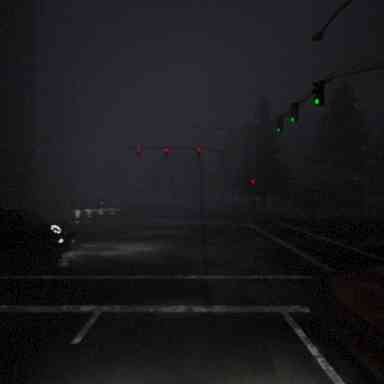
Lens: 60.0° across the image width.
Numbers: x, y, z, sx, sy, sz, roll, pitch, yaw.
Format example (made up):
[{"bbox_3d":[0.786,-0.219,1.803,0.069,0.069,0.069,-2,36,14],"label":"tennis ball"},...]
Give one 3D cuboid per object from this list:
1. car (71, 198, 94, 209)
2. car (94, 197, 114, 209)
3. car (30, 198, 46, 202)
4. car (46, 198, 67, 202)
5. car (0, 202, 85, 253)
[{"bbox_3d":[-15.912,1.665,47.188,1.837,1.490,4.892,1,0,-33],"label":"car"},{"bbox_3d":[-13.146,1.519,49.260,2.097,1.767,4.553,0,0,-33],"label":"car"},{"bbox_3d":[-28.867,1.767,59.854,4.181,1.385,1.994,0,0,30],"label":"car"},{"bbox_3d":[-25.276,1.811,61.824,4.718,1.301,1.895,0,0,33],"label":"car"},{"bbox_3d":[-7.123,1.444,13.664,4.553,1.767,2.097,0,0,0],"label":"car"}]
